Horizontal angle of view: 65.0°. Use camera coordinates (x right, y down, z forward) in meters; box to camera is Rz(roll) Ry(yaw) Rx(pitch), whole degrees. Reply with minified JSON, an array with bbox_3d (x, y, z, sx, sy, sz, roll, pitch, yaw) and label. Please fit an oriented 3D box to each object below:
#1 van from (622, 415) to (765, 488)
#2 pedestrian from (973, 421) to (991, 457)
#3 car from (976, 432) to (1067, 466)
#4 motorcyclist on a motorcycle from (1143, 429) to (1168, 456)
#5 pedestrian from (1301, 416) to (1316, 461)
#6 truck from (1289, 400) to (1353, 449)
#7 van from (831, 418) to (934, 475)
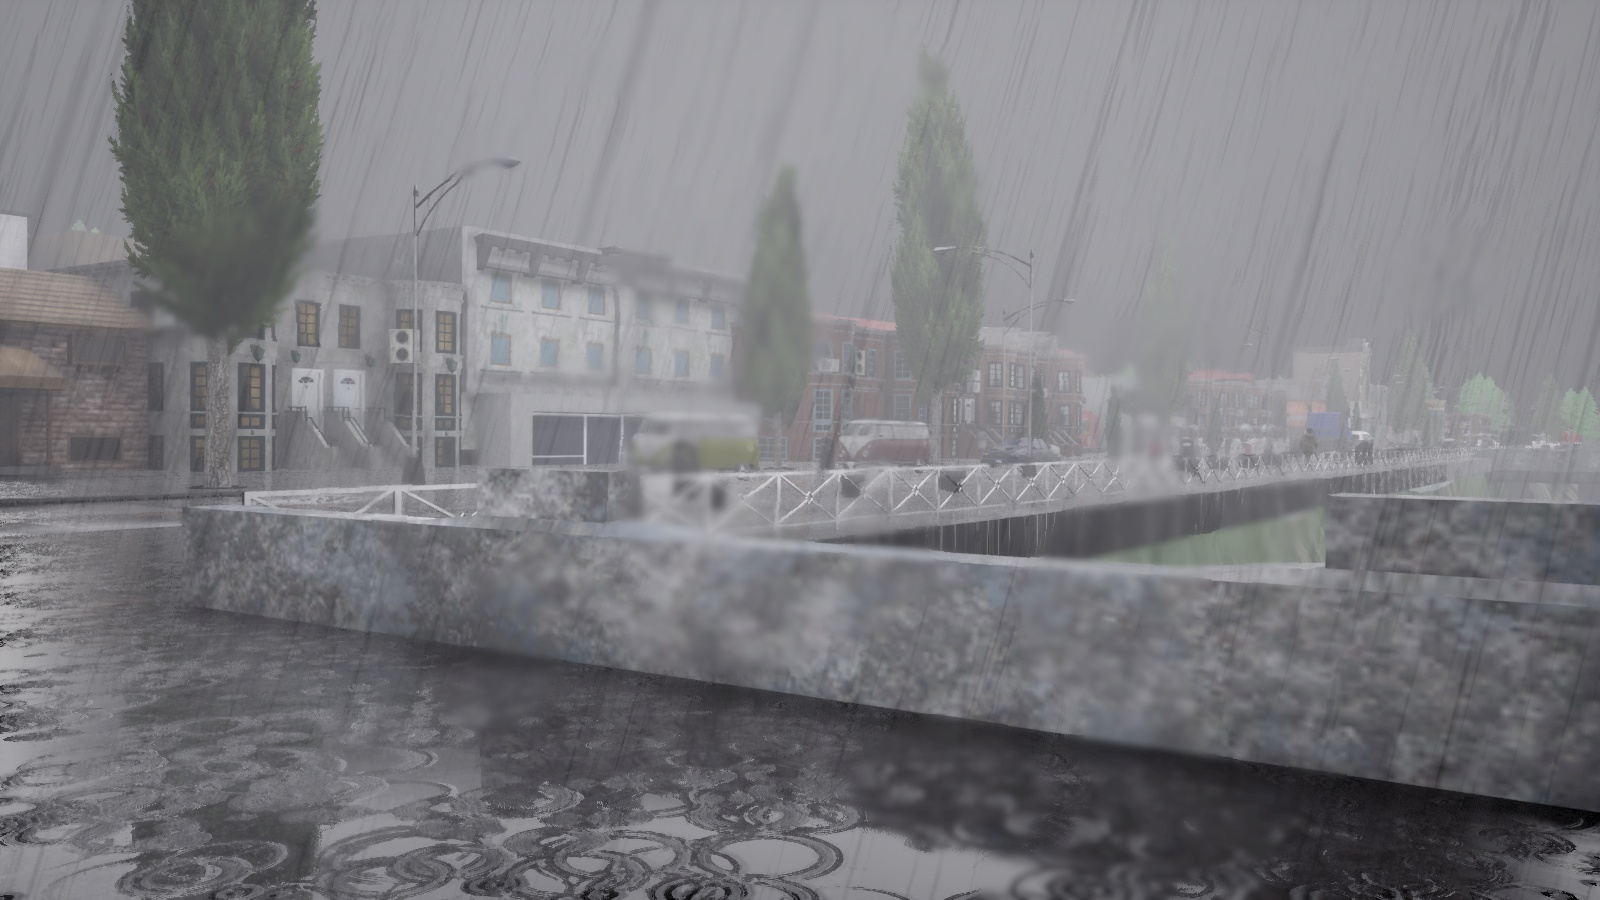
[{"bbox_3d":[-3.034,0.009,36.816,1.775,1.987,4.442,0,1,34],"label":"van"},{"bbox_3d":[9.892,-0.578,68.224,0.659,1.952,0.873,0,1,30],"label":"pedestrian"},{"bbox_3d":[10.035,-0.084,56.515,2.033,1.411,5.357,0,1,34],"label":"car"},{"bbox_3d":[20.479,-0.458,72.257,0.797,1.523,2.044,0,1,34],"label":"motorcyclist on a motorcycle"},{"bbox_3d":[21.904,-0.495,54.078,0.396,1.930,0.692,0,1,37],"label":"pedestrian"},{"bbox_3d":[38.000,-1.843,91.433,2.891,3.462,7.936,0,1,34],"label":"truck"},{"bbox_3d":[3.071,-0.172,46.017,1.775,1.987,4.442,0,1,34],"label":"van"}]
